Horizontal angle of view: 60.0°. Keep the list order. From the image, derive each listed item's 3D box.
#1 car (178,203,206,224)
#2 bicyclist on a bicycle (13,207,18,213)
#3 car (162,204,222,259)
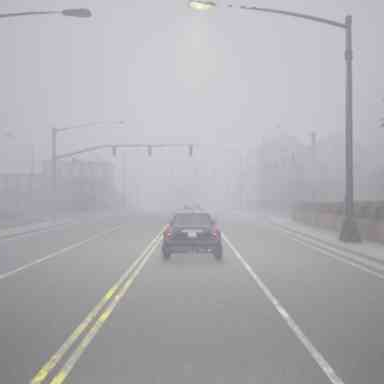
[{"bbox_3d":[0.024,1.802,28.486,2.128,1.511,4.902,0,0,0],"label":"car"},{"bbox_3d":[-25.648,2.989,48.421,0.582,1.620,1.656,-8,0,0],"label":"bicyclist on a bicycle"},{"bbox_3d":[0.021,1.498,13.408,2.097,1.767,4.553,0,-1,0],"label":"car"}]
